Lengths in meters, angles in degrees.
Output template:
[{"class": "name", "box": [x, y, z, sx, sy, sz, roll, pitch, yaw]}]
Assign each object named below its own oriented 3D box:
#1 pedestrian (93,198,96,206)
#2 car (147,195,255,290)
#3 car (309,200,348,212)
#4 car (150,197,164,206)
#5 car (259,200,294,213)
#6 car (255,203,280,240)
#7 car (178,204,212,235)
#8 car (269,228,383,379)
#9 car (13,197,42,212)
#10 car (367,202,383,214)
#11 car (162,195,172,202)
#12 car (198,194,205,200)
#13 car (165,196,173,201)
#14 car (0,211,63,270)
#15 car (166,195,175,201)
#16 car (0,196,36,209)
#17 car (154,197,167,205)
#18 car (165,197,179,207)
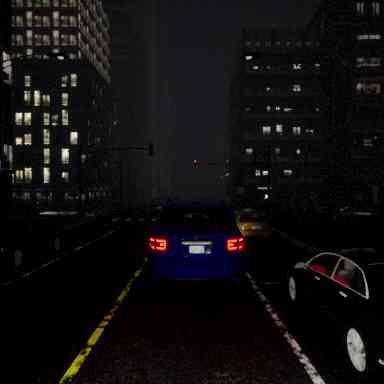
[{"class": "pedestrian", "box": [-12.555, 1.299, 43.079, 0.500, 1.100, 0.500, 0, 0, 1]}, {"class": "car", "box": [0.095, 1.219, 9.226, 2.150, 2.045, 5.566, 0, 0, 0]}, {"class": "car", "box": [16.308, 1.622, 39.737, 4.403, 1.369, 2.008, 0, 0, 1]}, {"class": "car", "box": [-5.710, 1.513, 54.386, 1.752, 1.417, 4.829, -1, 0, 0]}, {"class": "car", "box": [8.614, 1.595, 37.251, 5.357, 1.411, 2.033, 1, 1, 1]}, {"class": "car", "box": [2.804, 1.521, 16.772, 1.752, 1.417, 4.829, -1, 0, 0]}, {"class": "car", "box": [0.095, 1.520, 19.737, 1.812, 1.442, 4.674, 0, 0, -2]}, {"class": "car", "box": [2.806, 1.549, 5.313, 2.008, 1.369, 4.403, -1, 0, 0]}, {"class": "car", "box": [-17.821, 1.442, 34.417, 4.181, 1.385, 1.994, 0, 1, 1]}, {"class": "car", "box": [21.837, 1.725, 37.062, 4.181, 1.385, 1.994, 1, 1, 1]}, {"class": "car", "box": [-5.712, 1.530, 77.174, 1.887, 1.381, 4.507, -1, 0, 0]}, {"class": "car", "box": [2.664, 1.424, 94.139, 1.967, 1.590, 4.097, -1, 0, 0]}, {"class": "car", "box": [-5.712, 1.567, 82.828, 1.802, 1.307, 4.206, -1, 0, 0]}, {"class": "car", "box": [-5.834, 1.541, 11.014, 1.887, 1.381, 4.507, -1, 0, 0]}, {"class": "car", "box": [-5.714, 1.529, 88.483, 1.887, 1.381, 4.507, -1, 0, 0]}, {"class": "car", "box": [-21.667, 1.274, 40.230, 4.829, 1.417, 1.752, 0, 0, 1]}, {"class": "car", "box": [-5.710, 1.553, 60.210, 1.947, 1.339, 4.313, -1, 0, 0]}, {"class": "car", "box": [-3.099, 1.552, 52.681, 1.994, 1.385, 4.181, 0, 0, 0]}]
